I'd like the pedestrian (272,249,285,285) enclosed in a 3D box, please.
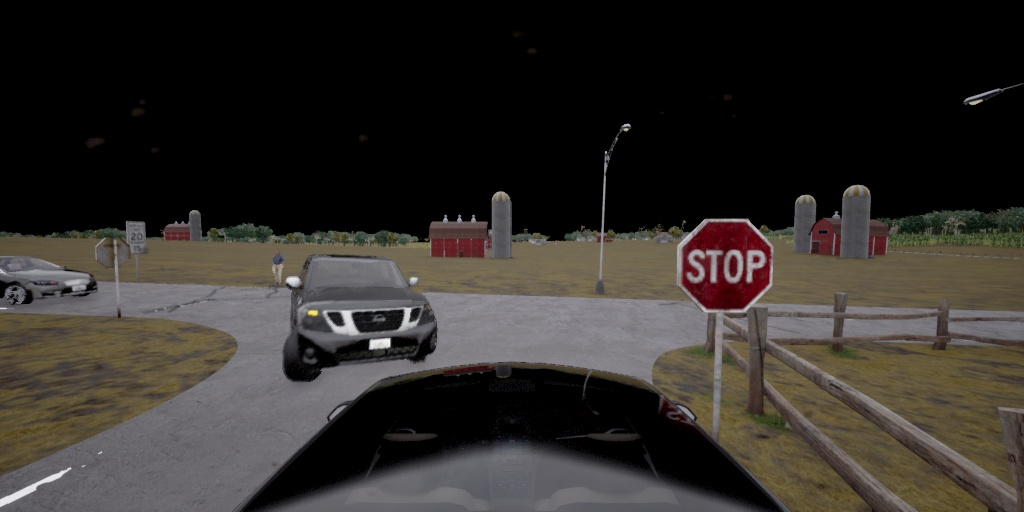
[{"bbox_3d":[-11.996,0.536,18.370,0.375,1.860,0.375,0,1,0],"label":"pedestrian"}]

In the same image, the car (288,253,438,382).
[{"bbox_3d":[-3.457,0.975,7.741,2.150,2.045,5.566,2,-1,-33],"label":"car"}]

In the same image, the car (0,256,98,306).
[{"bbox_3d":[-17.475,0.771,12.450,4.902,1.511,2.128,2,3,0],"label":"car"}]
